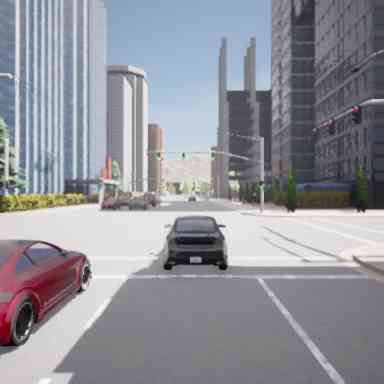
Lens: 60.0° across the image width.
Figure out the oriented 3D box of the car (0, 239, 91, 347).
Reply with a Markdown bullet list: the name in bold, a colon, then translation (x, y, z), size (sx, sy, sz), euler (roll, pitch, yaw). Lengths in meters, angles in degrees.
- **car**: translation (-3.408, 1.579, 6.331), size (1.994, 1.385, 4.181), euler (0, 0, 0)

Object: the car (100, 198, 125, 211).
- **car**: translation (-10.555, 1.578, 43.638), size (1.882, 1.535, 5.008), euler (0, 0, 0)

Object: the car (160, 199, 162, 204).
- **car**: translation (-6.957, 1.675, 64.631), size (1.812, 1.442, 4.674), euler (0, 0, 0)

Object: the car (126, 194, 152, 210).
- **car**: translation (-7.054, 1.454, 44.444), size (2.097, 1.767, 4.553), euler (0, 0, 0)

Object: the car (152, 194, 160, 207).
- **car**: translation (-7.035, 1.347, 54.284), size (2.150, 2.045, 5.566), euler (0, 0, 1)

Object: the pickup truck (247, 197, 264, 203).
- **pickup truck**: translation (13.166, 1.216, 67.546), size (2.390, 2.098, 6.274), euler (0, 0, 31)

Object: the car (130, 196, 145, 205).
- **car**: translation (-10.458, 1.638, 63.783), size (2.128, 1.511, 4.902), euler (0, 0, 0)

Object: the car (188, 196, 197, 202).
- **car**: translation (0.055, 1.713, 81.776), size (1.812, 1.442, 4.674), euler (0, 0, 0)

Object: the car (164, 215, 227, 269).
- **car**: translation (0.103, 1.533, 11.247), size (1.837, 1.490, 4.892), euler (0, 0, 0)
